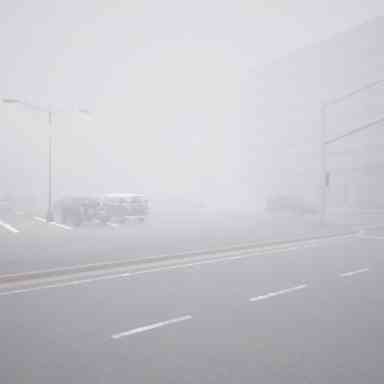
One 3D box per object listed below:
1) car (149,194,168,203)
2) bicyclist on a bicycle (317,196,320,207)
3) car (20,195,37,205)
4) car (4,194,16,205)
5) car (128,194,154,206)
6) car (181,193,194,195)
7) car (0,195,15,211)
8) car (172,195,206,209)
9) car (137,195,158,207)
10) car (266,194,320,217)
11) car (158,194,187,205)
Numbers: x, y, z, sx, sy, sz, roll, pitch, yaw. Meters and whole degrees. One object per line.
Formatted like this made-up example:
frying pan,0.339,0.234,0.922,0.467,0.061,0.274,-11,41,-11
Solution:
car,-7.019,1.407,69.358,2.097,1.767,4.553,0,0,-35
bicyclist on a bicycle,16.505,1.356,42.866,1.656,1.620,0.582,0,0,-35
car,-27.298,1.209,55.342,1.932,1.855,4.605,0,0,-35
car,-29.692,1.212,53.715,1.905,1.878,3.866,0,0,-35
car,-9.287,1.368,60.305,1.895,1.301,4.718,0,0,-35
car,-1.486,1.277,61.596,2.150,2.045,5.566,0,0,-35
car,-21.815,1.451,37.892,1.970,1.475,3.806,0,0,-35
car,-0.269,1.603,47.488,2.033,1.411,5.357,0,0,-35
car,-8.953,1.547,66.022,2.128,1.511,4.902,0,0,-35
car,9.919,1.276,33.190,2.150,2.045,5.566,0,0,-35
car,-3.540,1.533,58.443,1.882,1.535,5.008,0,0,-36
